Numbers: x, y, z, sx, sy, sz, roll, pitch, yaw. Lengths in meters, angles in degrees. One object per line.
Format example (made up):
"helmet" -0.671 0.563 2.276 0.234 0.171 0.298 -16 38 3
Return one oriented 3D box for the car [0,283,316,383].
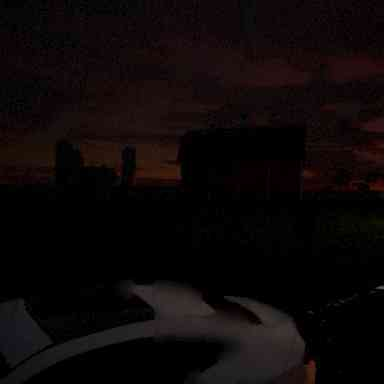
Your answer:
"car" -1.024 1.526 2.328 4.674 1.442 1.812 0 0 -35
